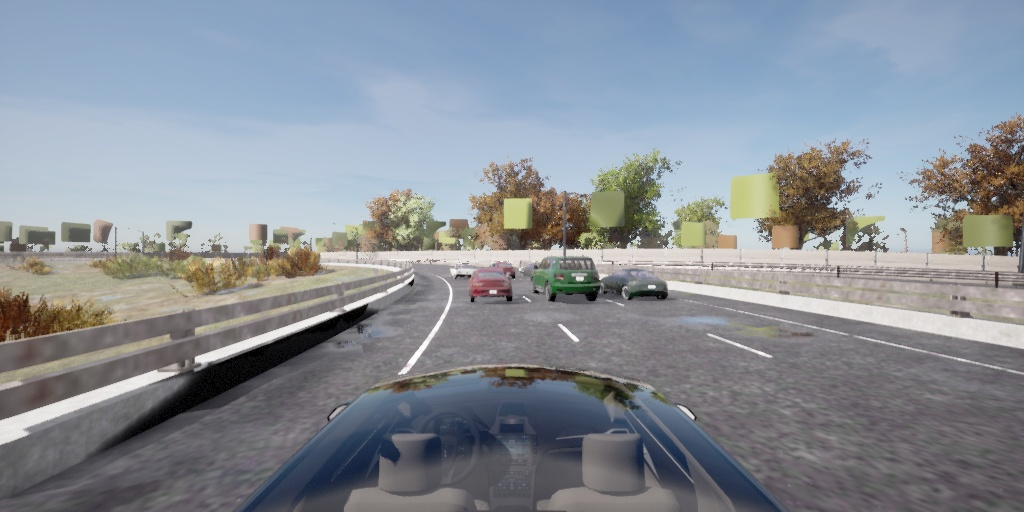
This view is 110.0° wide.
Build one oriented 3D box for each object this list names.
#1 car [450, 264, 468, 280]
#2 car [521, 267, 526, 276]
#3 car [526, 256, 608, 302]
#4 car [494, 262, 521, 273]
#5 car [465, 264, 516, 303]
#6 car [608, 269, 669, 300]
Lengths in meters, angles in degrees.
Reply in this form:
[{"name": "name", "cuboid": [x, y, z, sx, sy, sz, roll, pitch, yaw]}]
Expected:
[{"name": "car", "cuboid": [-4.341, 1.365, 31.615, 1.895, 1.301, 4.718, 0, 0, -16]}, {"name": "car", "cuboid": [2.384, 1.312, 33.561, 2.033, 1.411, 5.357, 0, 0, -16]}, {"name": "car", "cuboid": [2.372, 1.006, 17.227, 2.150, 2.045, 5.566, 0, 0, -8]}, {"name": "car", "cuboid": [-0.974, 1.281, 32.574, 1.812, 1.442, 4.674, 0, 0, -16]}, {"name": "car", "cuboid": [-1.088, 1.281, 16.698, 1.812, 1.442, 4.674, 0, 0, -8]}, {"name": "car", "cuboid": [5.840, 1.321, 17.696, 1.994, 1.385, 4.181, 0, 0, -8]}]
